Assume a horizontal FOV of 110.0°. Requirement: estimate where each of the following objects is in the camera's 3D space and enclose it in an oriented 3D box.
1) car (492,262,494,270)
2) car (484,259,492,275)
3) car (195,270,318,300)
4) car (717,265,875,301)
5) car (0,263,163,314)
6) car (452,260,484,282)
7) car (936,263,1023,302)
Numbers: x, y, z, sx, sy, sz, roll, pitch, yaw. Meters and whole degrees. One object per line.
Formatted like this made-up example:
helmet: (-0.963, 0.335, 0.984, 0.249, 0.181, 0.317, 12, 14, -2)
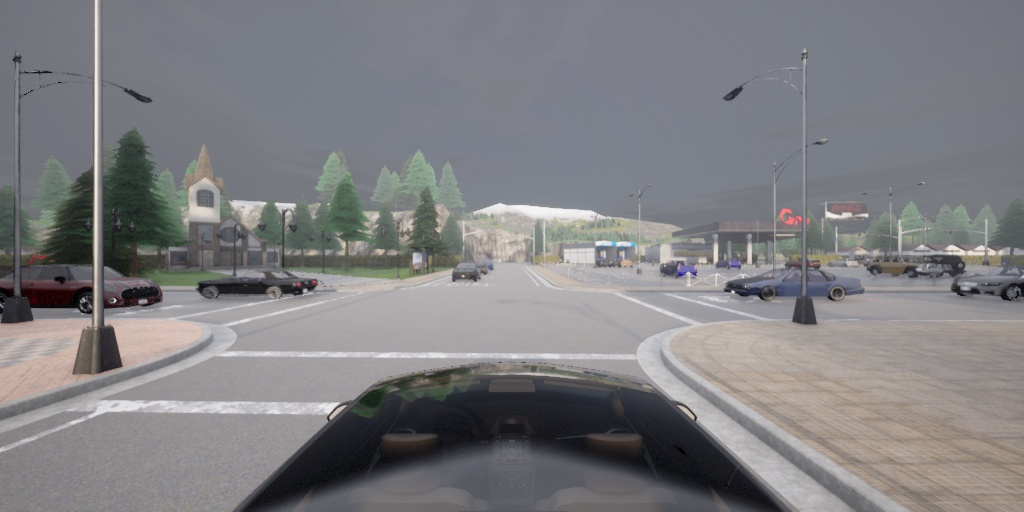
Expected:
car: (-3.539, 1.204, 49.094, 1.882, 1.535, 5.008, 0, 0, 0)
car: (-3.562, 1.279, 38.692, 2.033, 1.411, 5.357, 0, 0, 0)
car: (-11.955, 1.328, 16.918, 4.718, 1.301, 1.895, 0, 0, 1)
car: (12.838, 1.275, 16.483, 5.357, 1.411, 2.033, 0, 0, 1)
car: (-15.677, 1.081, 13.087, 4.553, 1.767, 2.097, 0, 0, 1)
car: (-3.571, 1.214, 28.810, 1.882, 1.535, 5.008, 0, 0, 0)
car: (23.187, 1.218, 16.366, 4.902, 1.511, 2.128, 0, 0, 1)
